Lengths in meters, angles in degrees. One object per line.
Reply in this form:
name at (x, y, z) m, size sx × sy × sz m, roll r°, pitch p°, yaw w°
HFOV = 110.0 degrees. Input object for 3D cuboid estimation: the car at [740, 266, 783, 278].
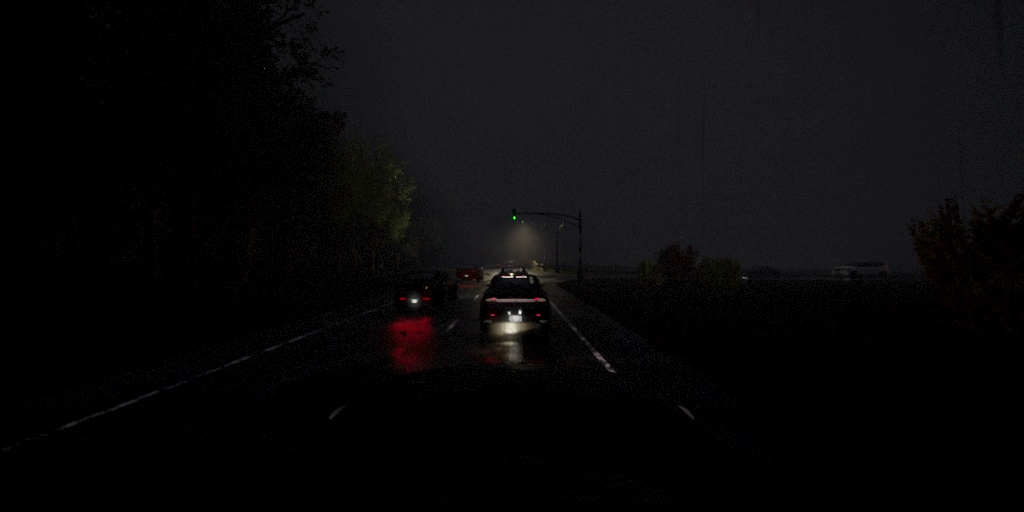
car at (29.294, 1.861, 42.122) m, size 4.181 × 1.385 × 1.994 m, roll 1°, pitch -1°, yaw 1°

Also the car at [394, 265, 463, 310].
car at (-3.418, 1.315, 14.984) m, size 1.837 × 1.490 × 4.892 m, roll 0°, pitch 0°, yaw 0°

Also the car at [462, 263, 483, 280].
car at (-3.445, 1.351, 29.642) m, size 1.882 × 1.535 × 5.008 m, roll 0°, pitch 0°, yaw 0°

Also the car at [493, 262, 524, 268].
car at (0.080, 1.332, 21.724) m, size 2.128 × 1.511 × 4.902 m, roll 0°, pitch 0°, yaw 0°

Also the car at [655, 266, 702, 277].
car at (19.347, 1.737, 42.156) m, size 5.357 × 1.411 × 2.033 m, roll 1°, pitch -1°, yaw 0°

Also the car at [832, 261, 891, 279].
car at (40.937, 1.646, 42.092) m, size 5.566 × 2.045 × 2.150 m, roll 1°, pitch -1°, yaw 0°

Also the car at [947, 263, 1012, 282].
car at (50.218, 1.671, 38.461) m, size 5.566 × 2.045 × 2.150 m, roll 1°, pitch -1°, yaw 1°

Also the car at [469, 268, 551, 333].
car at (0.089, 1.284, 10.984) m, size 2.128 × 1.511 × 4.902 m, roll 0°, pitch 0°, yaw 0°
